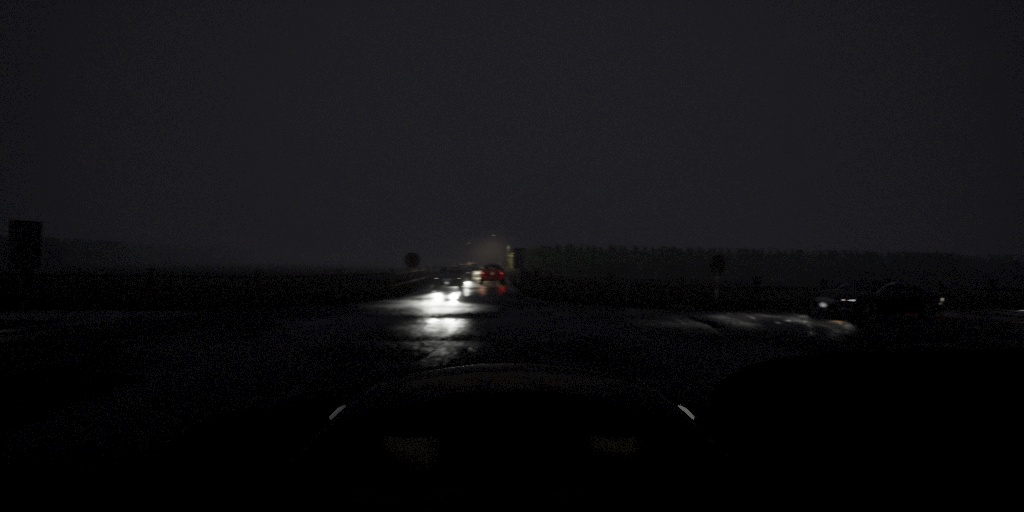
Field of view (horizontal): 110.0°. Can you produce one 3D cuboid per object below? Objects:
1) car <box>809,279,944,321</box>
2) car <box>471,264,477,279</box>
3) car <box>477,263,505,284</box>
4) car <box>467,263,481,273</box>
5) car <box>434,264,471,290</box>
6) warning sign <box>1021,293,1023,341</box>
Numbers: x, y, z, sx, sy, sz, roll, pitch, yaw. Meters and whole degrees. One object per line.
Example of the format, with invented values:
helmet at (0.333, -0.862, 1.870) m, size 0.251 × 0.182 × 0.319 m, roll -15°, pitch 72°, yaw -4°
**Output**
car at (14.546, 1.683, 14.397) m, size 4.902 × 1.511 × 2.128 m, roll 1°, pitch 0°, yaw -10°
car at (-5.056, 1.640, 37.509) m, size 2.128 × 1.511 × 4.902 m, roll 1°, pitch -1°, yaw -3°
car at (-1.750, 1.489, 31.768) m, size 2.097 × 1.767 × 4.553 m, roll 1°, pitch -1°, yaw -3°
car at (-6.327, 1.966, 59.742) m, size 2.033 × 1.411 × 5.357 m, roll 1°, pitch -1°, yaw -3°
car at (-4.320, 1.487, 25.395) m, size 2.128 × 1.511 × 4.902 m, roll 1°, pitch -1°, yaw -4°
warning sign at (13.618, 1.264, 8.816) m, size 1.060 × 1.860 × 1.300 m, roll 0°, pitch 0°, yaw -10°
